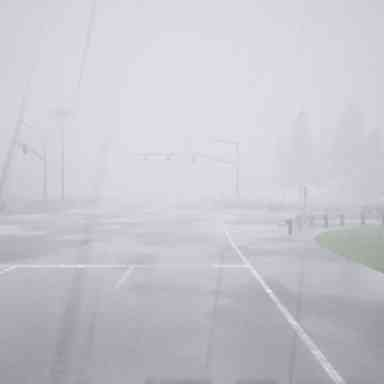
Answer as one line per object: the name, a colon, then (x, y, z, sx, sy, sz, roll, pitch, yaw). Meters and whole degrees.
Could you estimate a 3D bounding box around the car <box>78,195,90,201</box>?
car: (-25.164, 1.276, 77.662, 1.895, 1.301, 4.718, 0, 0, -7)

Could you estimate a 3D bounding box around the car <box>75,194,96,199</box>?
car: (-21.122, 1.258, 66.087, 1.812, 1.442, 4.674, 0, 0, 0)

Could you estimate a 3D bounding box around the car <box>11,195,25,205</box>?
car: (-28.176, 1.305, 50.980, 1.837, 1.490, 4.892, 0, 0, 0)

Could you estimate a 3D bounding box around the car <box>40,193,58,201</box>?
car: (-31.867, 1.051, 74.334, 2.097, 1.767, 4.553, 0, 0, -3)

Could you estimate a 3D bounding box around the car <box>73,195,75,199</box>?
car: (-24.621, 1.266, 67.360, 2.033, 1.411, 5.357, 0, 0, 0)

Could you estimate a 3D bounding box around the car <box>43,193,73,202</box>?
car: (-21.182, 1.142, 52.878, 2.097, 1.767, 4.553, 0, 0, 0)

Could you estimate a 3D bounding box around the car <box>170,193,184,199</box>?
car: (-3.937, 0.959, 95.174, 2.097, 1.767, 4.553, 0, 0, -18)

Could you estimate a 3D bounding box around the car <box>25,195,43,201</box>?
car: (-24.675, 1.261, 54.426, 1.882, 1.535, 5.008, 0, 0, 0)

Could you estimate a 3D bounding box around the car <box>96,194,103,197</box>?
car: (-21.420, 1.191, 75.493, 1.837, 1.490, 4.892, 0, 0, -3)

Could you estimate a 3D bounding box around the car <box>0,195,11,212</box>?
car: (-21.161, 1.352, 34.126, 1.882, 1.535, 5.008, 0, 0, 0)

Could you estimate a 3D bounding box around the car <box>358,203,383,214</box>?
car: (17.360, 1.386, 29.326, 4.902, 1.511, 2.128, 0, 0, 8)

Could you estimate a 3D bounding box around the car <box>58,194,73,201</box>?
car: (-28.384, 1.247, 74.666, 1.994, 1.385, 4.181, 0, 0, -3)

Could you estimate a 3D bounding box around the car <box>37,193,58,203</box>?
car: (-28.118, 1.093, 64.852, 2.097, 1.767, 4.553, 0, 0, 0)
